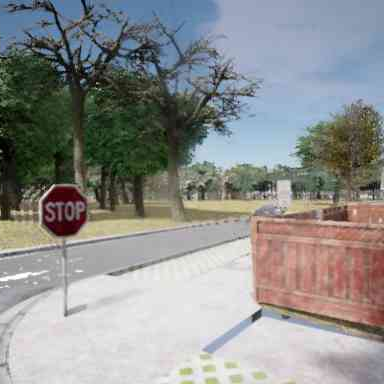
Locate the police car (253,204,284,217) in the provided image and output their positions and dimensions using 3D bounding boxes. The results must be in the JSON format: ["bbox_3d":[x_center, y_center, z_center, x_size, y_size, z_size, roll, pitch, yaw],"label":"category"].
[{"bbox_3d":[7.936,2.073,34.595,2.038,1.542,4.974,-2,-2,33],"label":"police car"}]
